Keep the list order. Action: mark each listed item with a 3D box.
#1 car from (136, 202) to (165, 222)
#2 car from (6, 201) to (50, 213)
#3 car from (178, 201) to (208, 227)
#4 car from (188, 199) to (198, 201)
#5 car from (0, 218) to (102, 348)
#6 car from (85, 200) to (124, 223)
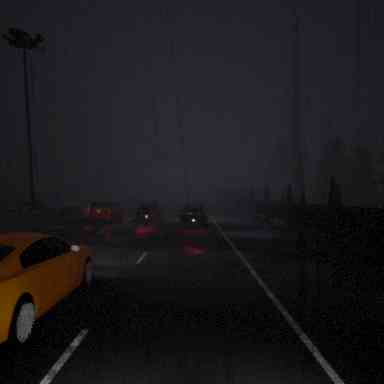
[{"bbox_3d":[-3.399,1.598,27.291,1.837,1.490,4.892,0,0,0],"label":"car"},{"bbox_3d":[-13.998,1.494,28.658,1.882,1.535,5.008,0,0,0],"label":"car"},{"bbox_3d":[0.101,1.586,23.668,1.837,1.490,4.892,0,-1,0],"label":"car"},{"bbox_3d":[0.102,1.668,42.993,1.812,1.442,4.674,0,0,0],"label":"car"},{"bbox_3d":[-3.400,1.507,6.361,1.882,1.535,5.008,0,0,0],"label":"car"},{"bbox_3d":[-6.898,1.444,26.687,2.097,1.767,4.553,0,0,0],"label":"car"}]
